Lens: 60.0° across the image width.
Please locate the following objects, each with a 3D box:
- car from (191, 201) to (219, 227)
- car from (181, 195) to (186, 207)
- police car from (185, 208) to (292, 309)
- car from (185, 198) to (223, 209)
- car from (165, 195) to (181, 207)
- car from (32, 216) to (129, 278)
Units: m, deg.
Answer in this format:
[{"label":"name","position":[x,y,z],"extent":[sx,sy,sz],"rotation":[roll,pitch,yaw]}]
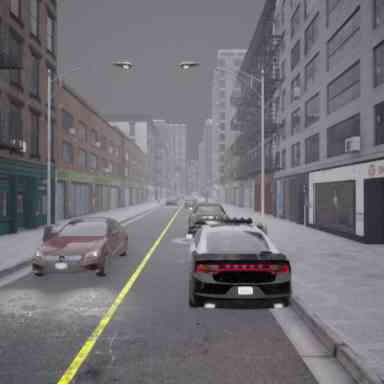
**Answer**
[{"label":"car","position":[0.824,1.470,24.162],"extent":[1.801,1.575,5.366],"rotation":[0,0,0]},{"label":"car","position":[-0.112,1.547,46.874],"extent":[2.128,1.511,4.902],"rotation":[0,0,0]},{"label":"police car","position":[0.876,1.427,8.081],"extent":[1.930,1.638,5.238],"rotation":[0,0,0]},{"label":"car","position":[0.843,1.359,17.942],"extent":[2.097,1.767,4.553],"rotation":[0,0,0]},{"label":"car","position":[-3.261,1.617,53.314],"extent":[2.033,1.411,5.357],"rotation":[0,0,0]},{"label":"car","position":[-3.146,1.528,10.335],"extent":[1.812,1.442,4.674],"rotation":[0,0,0]}]
